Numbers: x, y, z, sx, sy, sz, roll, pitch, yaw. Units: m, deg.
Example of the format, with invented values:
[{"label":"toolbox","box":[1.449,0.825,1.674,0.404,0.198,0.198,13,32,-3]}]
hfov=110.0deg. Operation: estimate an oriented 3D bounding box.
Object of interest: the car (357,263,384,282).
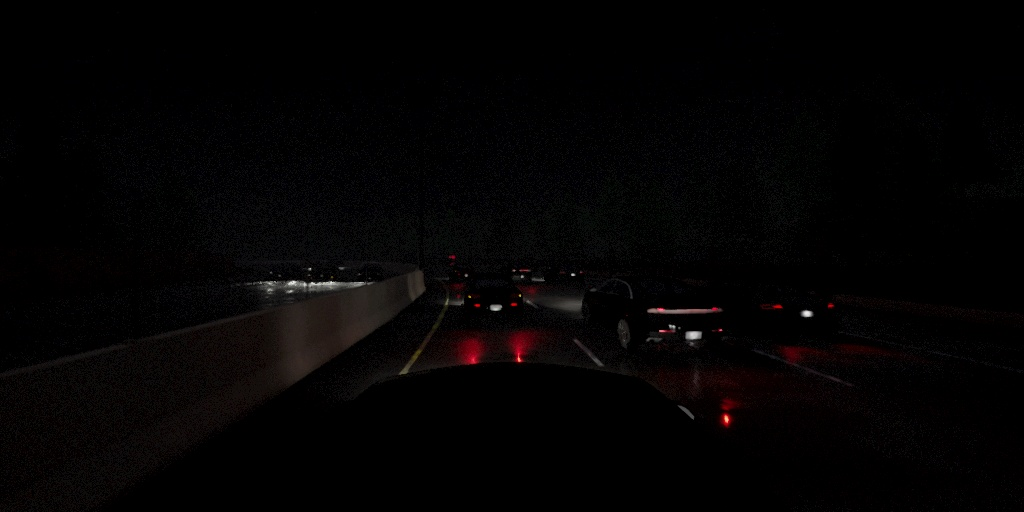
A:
[{"label":"car","box":[-11.804,1.314,30.172,2.033,1.411,5.357,0,0,-18]}]

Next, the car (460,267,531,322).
[{"label":"car","box":[-0.708,1.267,12.275,1.812,1.442,4.674,0,0,-6]}]

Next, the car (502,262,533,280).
[{"label":"car","box":[0.113,1.215,27.083,2.128,1.511,4.902,0,0,-14]}]

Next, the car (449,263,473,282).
[{"label":"car","box":[-4.052,1.263,29.131,1.812,1.442,4.674,0,0,-15]}]

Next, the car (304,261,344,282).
[{"label":"car","box":[-15.366,1.345,29.605,1.994,1.385,4.181,0,0,-19]}]

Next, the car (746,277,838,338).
[{"label":"car","box":[6.539,1.280,10.125,1.994,1.385,4.181,0,0,-4]}]

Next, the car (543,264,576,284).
[{"label":"car","box":[3.776,1.273,26.872,1.994,1.385,4.181,0,0,-14]}]

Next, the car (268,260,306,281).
[{"label":"car","box":[-19.627,1.321,31.233,1.812,1.442,4.674,0,0,-20]}]

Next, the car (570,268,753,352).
[{"label":"car","box":[3.136,1.222,8.914,2.128,1.511,4.902,0,0,-4]}]
